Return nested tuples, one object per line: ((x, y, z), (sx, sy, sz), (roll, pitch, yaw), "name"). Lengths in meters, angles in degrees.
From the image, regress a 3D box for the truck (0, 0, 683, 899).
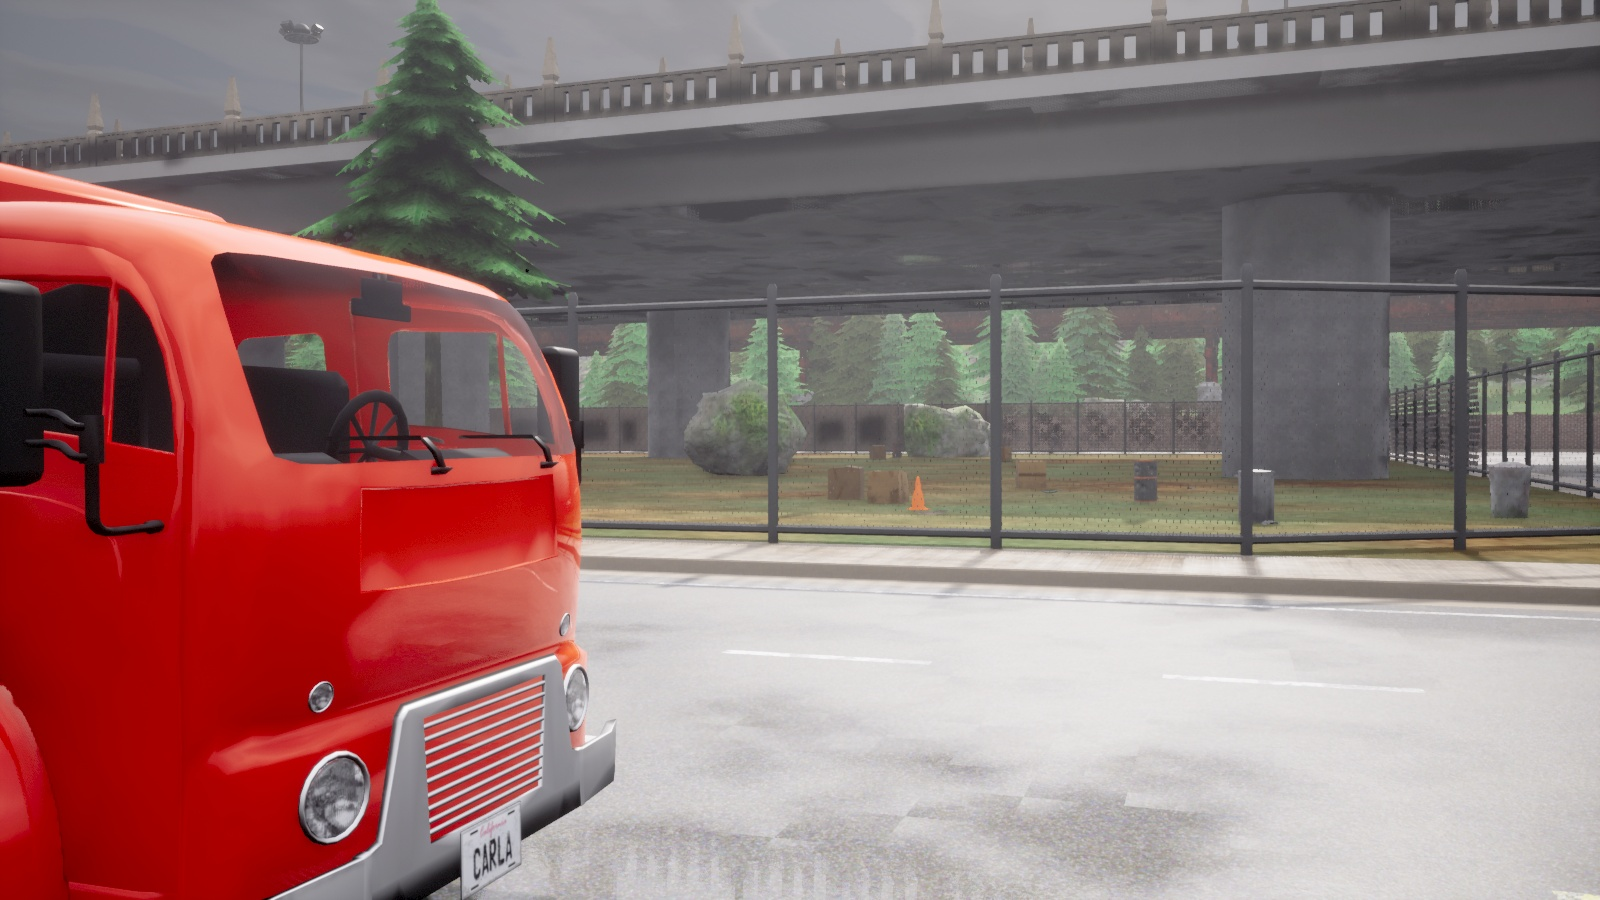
((-3.327, 0.258, 4.304), (5.204, 2.467, 2.627), (1, 1, 19), "truck")
